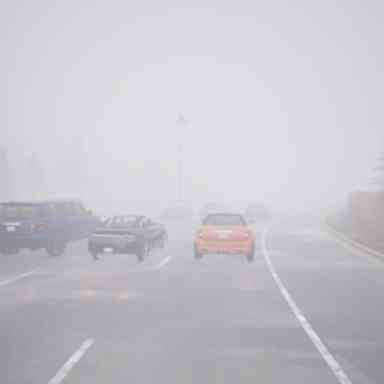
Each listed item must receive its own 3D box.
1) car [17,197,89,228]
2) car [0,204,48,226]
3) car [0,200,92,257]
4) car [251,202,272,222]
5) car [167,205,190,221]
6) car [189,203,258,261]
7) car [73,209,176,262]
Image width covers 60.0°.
[{"bbox_3d":[-10.477,1.457,25.643,2.150,2.045,5.566,0,-1,15],"label":"car"},{"bbox_3d":[-13.842,1.734,26.404,1.837,1.490,4.892,0,-1,15],"label":"car"},{"bbox_3d":[-5.656,1.350,13.812,2.150,2.045,5.566,0,-1,9],"label":"car"},{"bbox_3d":[6.155,1.720,30.794,2.097,1.767,4.553,0,-1,20],"label":"car"},{"bbox_3d":[-1.265,1.900,30.901,1.994,1.385,4.181,0,-1,19],"label":"car"},{"bbox_3d":[1.389,1.506,13.279,2.097,1.767,4.553,0,-1,9],"label":"car"},{"bbox_3d":[-2.254,1.623,12.763,2.128,1.511,4.902,0,-1,8],"label":"car"}]
